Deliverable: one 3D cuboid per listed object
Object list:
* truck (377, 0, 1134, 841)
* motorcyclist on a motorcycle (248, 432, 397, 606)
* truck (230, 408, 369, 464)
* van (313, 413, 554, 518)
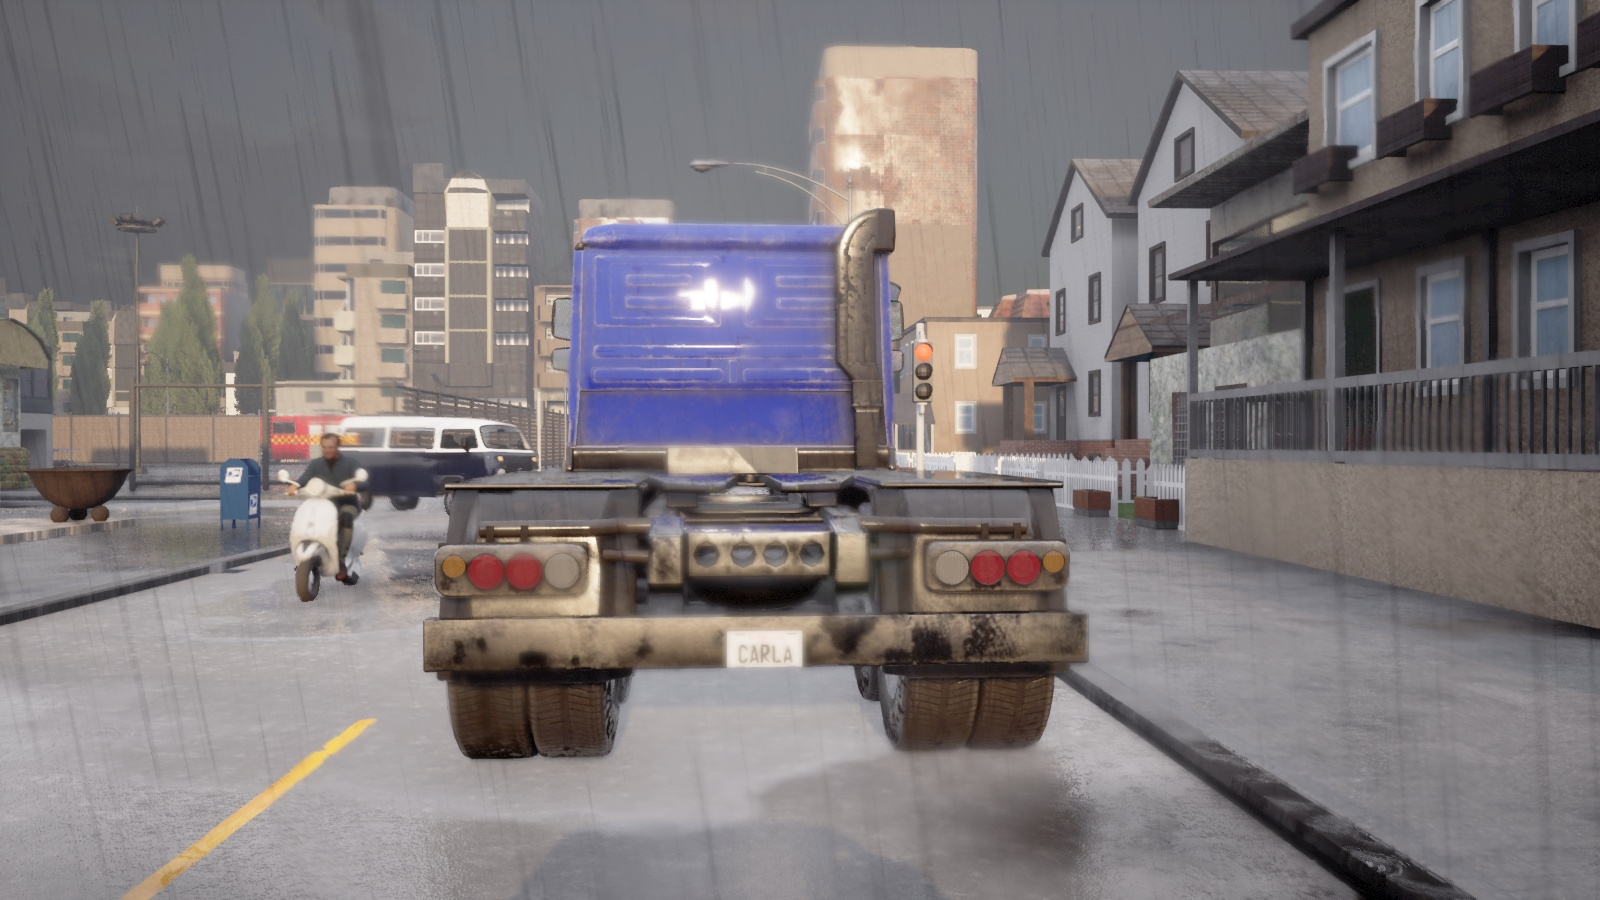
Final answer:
[{"bbox_3d":[-0.432,-0.285,8.765,2.891,3.462,7.936,0,0,-4],"label":"truck"},{"bbox_3d":[-4.656,0.626,12.394,0.866,1.590,1.817,0,0,-3],"label":"motorcyclist on a motorcycle"},{"bbox_3d":[-34.798,-0.940,87.533,8.468,3.827,2.891,0,0,-3],"label":"truck"},{"bbox_3d":[-7.634,0.315,26.164,4.480,2.038,2.069,0,-1,23],"label":"van"}]
